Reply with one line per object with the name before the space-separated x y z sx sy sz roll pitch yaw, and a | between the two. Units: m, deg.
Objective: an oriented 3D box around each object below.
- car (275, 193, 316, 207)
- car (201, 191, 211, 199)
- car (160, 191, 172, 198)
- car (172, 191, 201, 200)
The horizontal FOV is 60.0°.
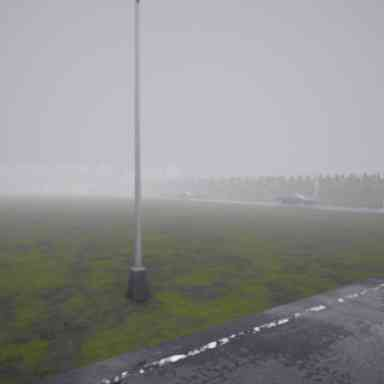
car | 12.036 0.896 38.955 1.882 1.535 5.008 0 1 -36
car | 1.365 0.532 58.790 2.128 1.511 4.902 0 1 -35
car | -4.663 0.427 67.100 1.994 1.385 4.181 0 1 -36
car | -0.983 0.552 57.188 1.812 1.442 4.674 0 1 -35
